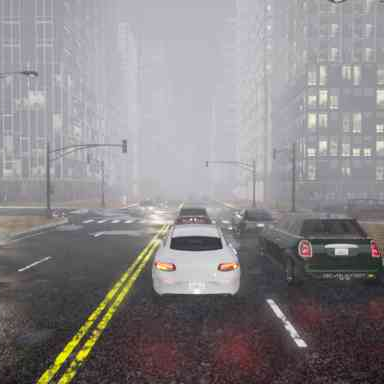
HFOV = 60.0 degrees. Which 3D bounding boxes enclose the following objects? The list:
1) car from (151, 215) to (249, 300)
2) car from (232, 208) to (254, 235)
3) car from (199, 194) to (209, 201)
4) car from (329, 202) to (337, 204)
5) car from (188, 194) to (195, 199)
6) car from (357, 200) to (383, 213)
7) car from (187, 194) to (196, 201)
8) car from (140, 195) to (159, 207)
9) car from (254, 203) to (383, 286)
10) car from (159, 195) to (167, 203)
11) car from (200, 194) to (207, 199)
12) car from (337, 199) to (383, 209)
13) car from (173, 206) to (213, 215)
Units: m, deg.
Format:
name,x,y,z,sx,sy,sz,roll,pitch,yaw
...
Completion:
name,x,y,z,sx,sy,sz,roll,pitch,yaw
car,0.081,1.522,8.258,1.812,1.442,4.674,0,0,0
car,3.304,1.554,17.921,1.994,1.385,4.181,0,0,0
car,3.049,1.392,80.430,1.882,1.535,5.008,0,0,0
car,15.066,1.700,35.460,4.718,1.301,1.895,0,1,0
car,-0.228,1.216,90.840,1.882,1.535,5.008,0,0,0
car,21.715,1.641,37.974,4.829,1.417,1.752,1,0,1
car,-0.202,1.414,80.423,1.837,1.490,4.892,0,0,0
car,-6.718,1.526,50.850,1.994,1.385,4.181,0,0,0
car,3.327,1.348,9.534,2.097,1.767,4.553,0,0,0
car,-6.697,1.420,65.909,1.882,1.535,5.008,0,0,0
car,3.022,1.262,90.848,1.812,1.442,4.674,0,0,0
car,16.127,1.518,29.674,5.009,1.841,2.192,1,0,1
car,0.057,1.495,17.507,1.837,1.490,4.892,0,0,0
